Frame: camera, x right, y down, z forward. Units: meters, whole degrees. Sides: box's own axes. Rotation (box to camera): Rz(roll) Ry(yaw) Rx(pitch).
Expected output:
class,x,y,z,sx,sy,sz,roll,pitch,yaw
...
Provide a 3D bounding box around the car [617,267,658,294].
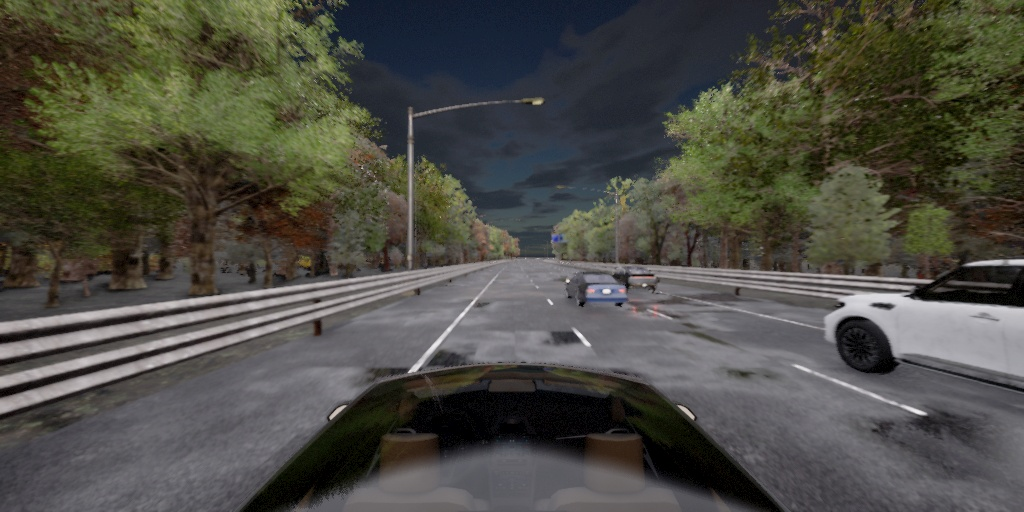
class,x,y,z,sx,sy,sz,roll,pitch,yaw
car,7.094,1.384,21.630,2.128,1.511,4.902,0,0,0

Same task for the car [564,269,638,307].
class,x,y,z,sx,sy,sz,roll,pitch,yaw
car,3.595,1.400,16.125,2.033,1.411,5.357,0,0,0

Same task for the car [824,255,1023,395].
class,x,y,z,sx,sy,sz,roll,pitch,yaw
car,7.100,0.991,4.502,2.150,2.045,5.566,0,0,0
